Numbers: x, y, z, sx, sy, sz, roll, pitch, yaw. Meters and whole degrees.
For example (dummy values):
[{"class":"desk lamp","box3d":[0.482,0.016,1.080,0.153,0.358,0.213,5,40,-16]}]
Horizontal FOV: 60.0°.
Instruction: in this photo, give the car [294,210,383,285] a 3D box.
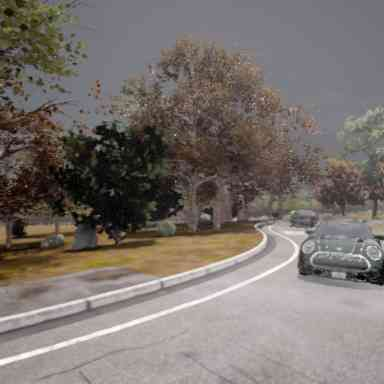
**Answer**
[{"class":"car","box3d":[4.782,1.592,10.465,2.097,1.767,4.553,1,-1,27]}]

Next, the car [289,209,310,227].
[{"class":"car","box3d":[9.802,2.276,28.979,1.837,1.490,4.892,-1,-2,29]}]
